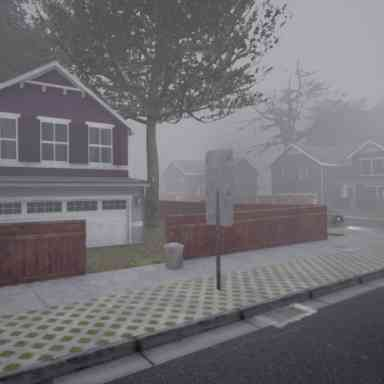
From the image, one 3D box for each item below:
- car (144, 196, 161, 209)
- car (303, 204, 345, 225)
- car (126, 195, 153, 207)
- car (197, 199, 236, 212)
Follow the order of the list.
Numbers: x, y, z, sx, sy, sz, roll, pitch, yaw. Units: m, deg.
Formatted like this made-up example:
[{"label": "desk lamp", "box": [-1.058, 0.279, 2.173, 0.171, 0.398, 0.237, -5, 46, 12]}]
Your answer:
[{"label": "car", "box": [-5.340, 1.352, 40.776, 1.882, 1.535, 5.008, -1, 1, -36]}, {"label": "car", "box": [8.023, 1.520, 22.493, 1.994, 1.385, 4.181, -1, 1, -36]}, {"label": "car", "box": [-7.835, 1.302, 49.061, 1.882, 1.535, 5.008, -1, 1, -36]}, {"label": "car", "box": [1.948, 1.419, 30.794, 1.837, 1.490, 4.892, -1, 1, -37]}]
